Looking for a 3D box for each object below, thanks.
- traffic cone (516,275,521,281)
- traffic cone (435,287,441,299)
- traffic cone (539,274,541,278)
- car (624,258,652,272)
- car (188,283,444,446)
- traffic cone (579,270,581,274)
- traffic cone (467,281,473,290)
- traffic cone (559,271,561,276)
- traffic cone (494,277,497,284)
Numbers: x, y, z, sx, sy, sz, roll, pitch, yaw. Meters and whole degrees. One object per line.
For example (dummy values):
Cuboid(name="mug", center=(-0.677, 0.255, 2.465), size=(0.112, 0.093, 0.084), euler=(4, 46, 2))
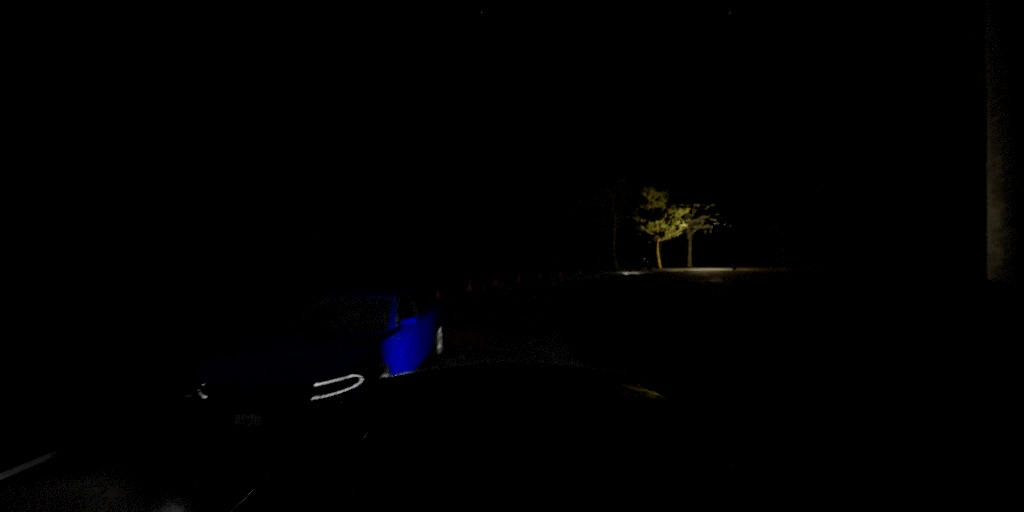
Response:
Cuboid(name="traffic cone", center=(0.625, 1.964, 32.910), size=(0.340, 0.580, 0.340), euler=(0, 0, 24))
Cuboid(name="traffic cone", center=(-3.722, 1.839, 17.918), size=(0.340, 0.580, 0.340), euler=(0, 0, 9))
Cuboid(name="traffic cone", center=(2.936, 2.005, 37.588), size=(0.340, 0.580, 0.340), euler=(0, 0, 29))
Cuboid(name="car", center=(19.239, 1.277, 54.498), size=(5.566, 2.045, 2.150), euler=(0, 0, -44))
Cuboid(name="car", center=(-2.408, 1.262, 5.812), size=(1.882, 1.535, 5.008), euler=(0, 0, 1))
Cuboid(name="traffic cone", center=(8.748, 2.044, 46.240), size=(0.340, 0.580, 0.340), euler=(0, 0, 39))
Cuboid(name="traffic cone", center=(-2.717, 1.881, 23.037), size=(0.340, 0.580, 0.340), euler=(0, 0, 14))
Cuboid(name="traffic cone", center=(5.650, 2.036, 42.042), size=(0.340, 0.580, 0.340), euler=(0, 0, 34))
Cuboid(name="traffic cone", center=(-1.264, 1.923, 28.048), size=(0.340, 0.580, 0.340), euler=(0, 0, 19))
